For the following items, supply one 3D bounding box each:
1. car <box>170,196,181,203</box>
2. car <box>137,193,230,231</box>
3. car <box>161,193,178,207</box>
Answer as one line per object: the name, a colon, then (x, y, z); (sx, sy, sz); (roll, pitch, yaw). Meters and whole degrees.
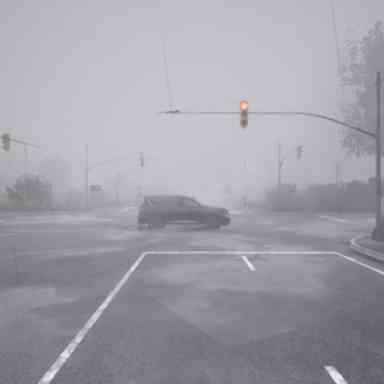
car: (-3.347, 1.482, 68.968); (2.033, 1.411, 5.357); (0, 0, 0)
car: (-0.513, 1.235, 20.082); (5.566, 2.045, 2.150); (0, 0, 3)
car: (-3.466, 1.175, 51.760); (2.150, 2.045, 5.566); (0, 0, 0)
